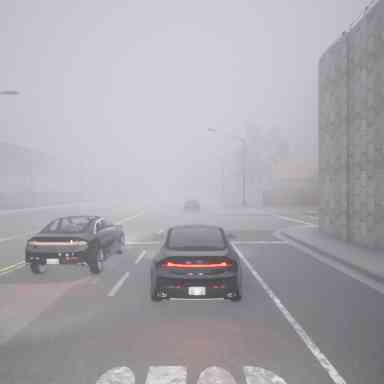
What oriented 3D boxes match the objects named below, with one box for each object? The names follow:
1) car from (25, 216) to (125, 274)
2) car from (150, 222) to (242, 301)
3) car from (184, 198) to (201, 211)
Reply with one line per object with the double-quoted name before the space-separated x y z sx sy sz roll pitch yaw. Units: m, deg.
"car" -3.421 1.492 10.581 2.128 1.511 4.902 0 0 0
"car" 0.084 1.505 8.311 1.837 1.490 4.892 0 0 0
"car" 0.018 1.491 40.471 2.128 1.511 4.902 0 0 0
